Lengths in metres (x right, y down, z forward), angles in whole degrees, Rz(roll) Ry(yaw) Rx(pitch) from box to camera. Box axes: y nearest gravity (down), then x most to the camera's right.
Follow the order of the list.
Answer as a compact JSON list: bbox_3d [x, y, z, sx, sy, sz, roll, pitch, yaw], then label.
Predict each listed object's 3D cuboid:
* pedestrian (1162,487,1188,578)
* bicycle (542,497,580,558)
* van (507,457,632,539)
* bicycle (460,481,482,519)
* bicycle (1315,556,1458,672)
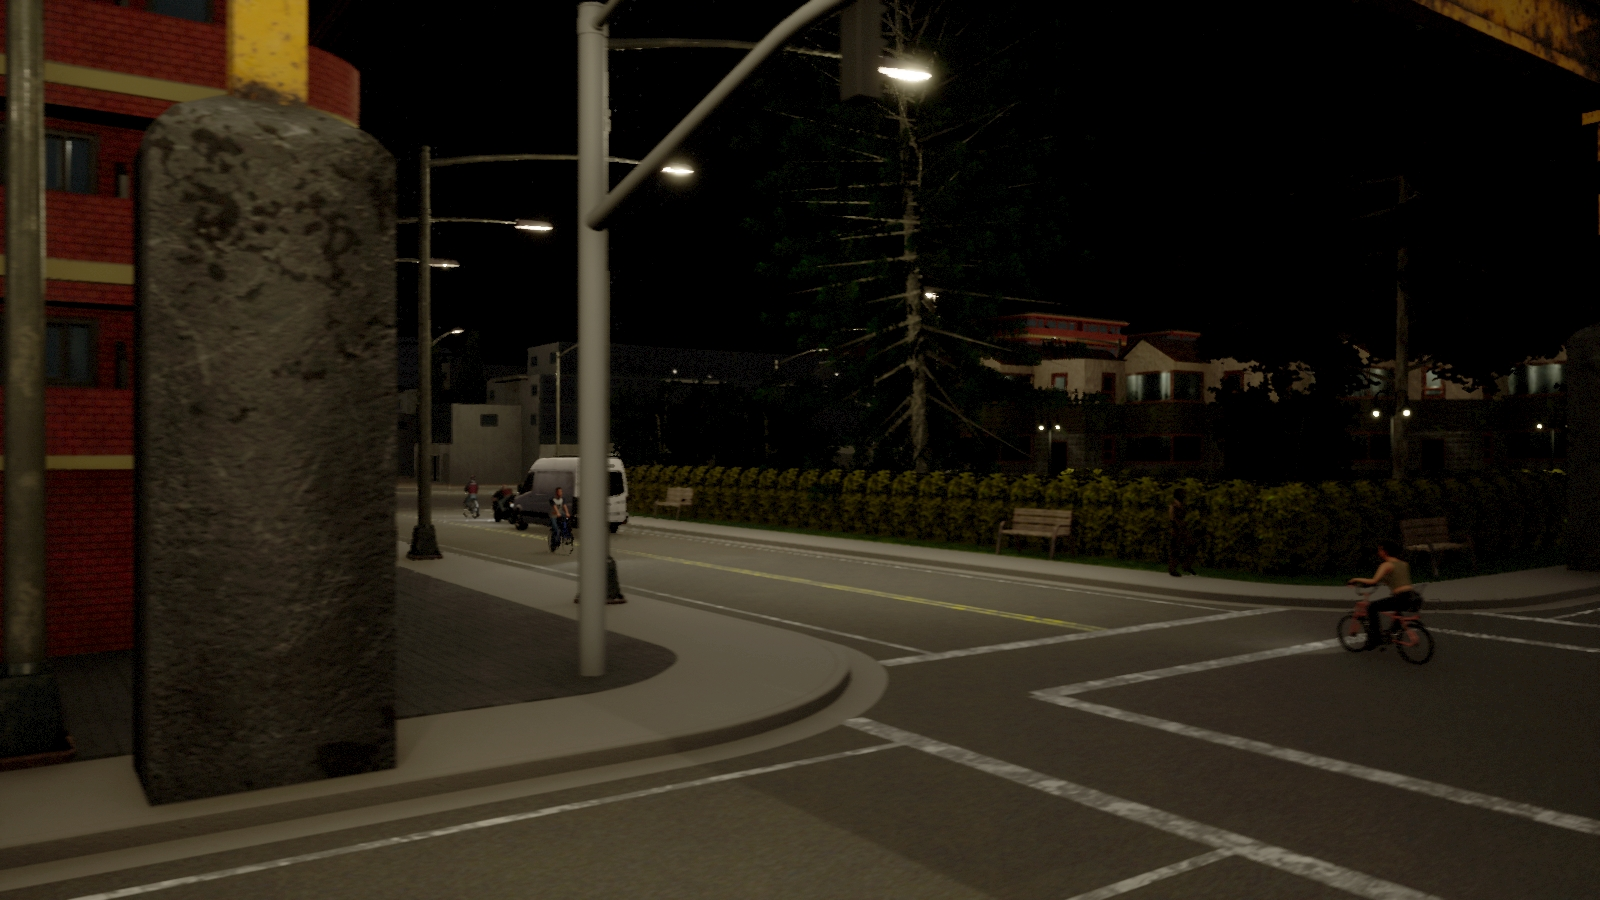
[{"bbox_3d":[7.806,1.701,23.770,0.375,1.860,0.375,0,0,-40],"label":"pedestrian"},{"bbox_3d":[-6.423,2.044,30.618,0.373,1.521,1.643,0,0,-35],"label":"bicycle"},{"bbox_3d":[-7.969,1.535,38.986,1.988,2.561,5.915,0,0,-35],"label":"van"},{"bbox_3d":[-13.599,2.048,47.148,0.329,1.496,1.835,0,0,-34],"label":"bicycle"},{"bbox_3d":[7.798,2.146,15.266,0.859,1.301,1.487,-1,0,-23],"label":"bicycle"}]
